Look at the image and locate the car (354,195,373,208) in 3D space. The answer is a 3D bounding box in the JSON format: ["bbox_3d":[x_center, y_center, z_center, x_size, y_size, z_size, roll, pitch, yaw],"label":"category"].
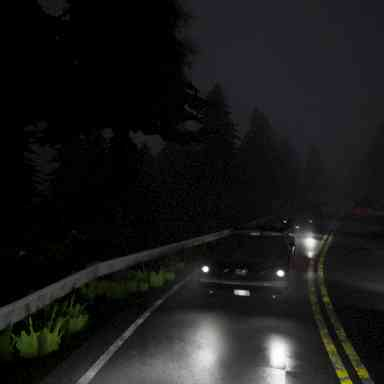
[{"bbox_3d":[20.773,1.057,40.191,2.128,1.511,4.902,-2,0,28],"label":"car"}]

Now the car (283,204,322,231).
[{"bbox_3d":[6.769,1.459,20.101,2.033,1.411,5.357,-2,0,26],"label":"car"}]

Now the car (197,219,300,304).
[{"bbox_3d":[1.628,1.599,8.437,1.895,1.301,4.718,-1,0,18],"label":"car"}]
